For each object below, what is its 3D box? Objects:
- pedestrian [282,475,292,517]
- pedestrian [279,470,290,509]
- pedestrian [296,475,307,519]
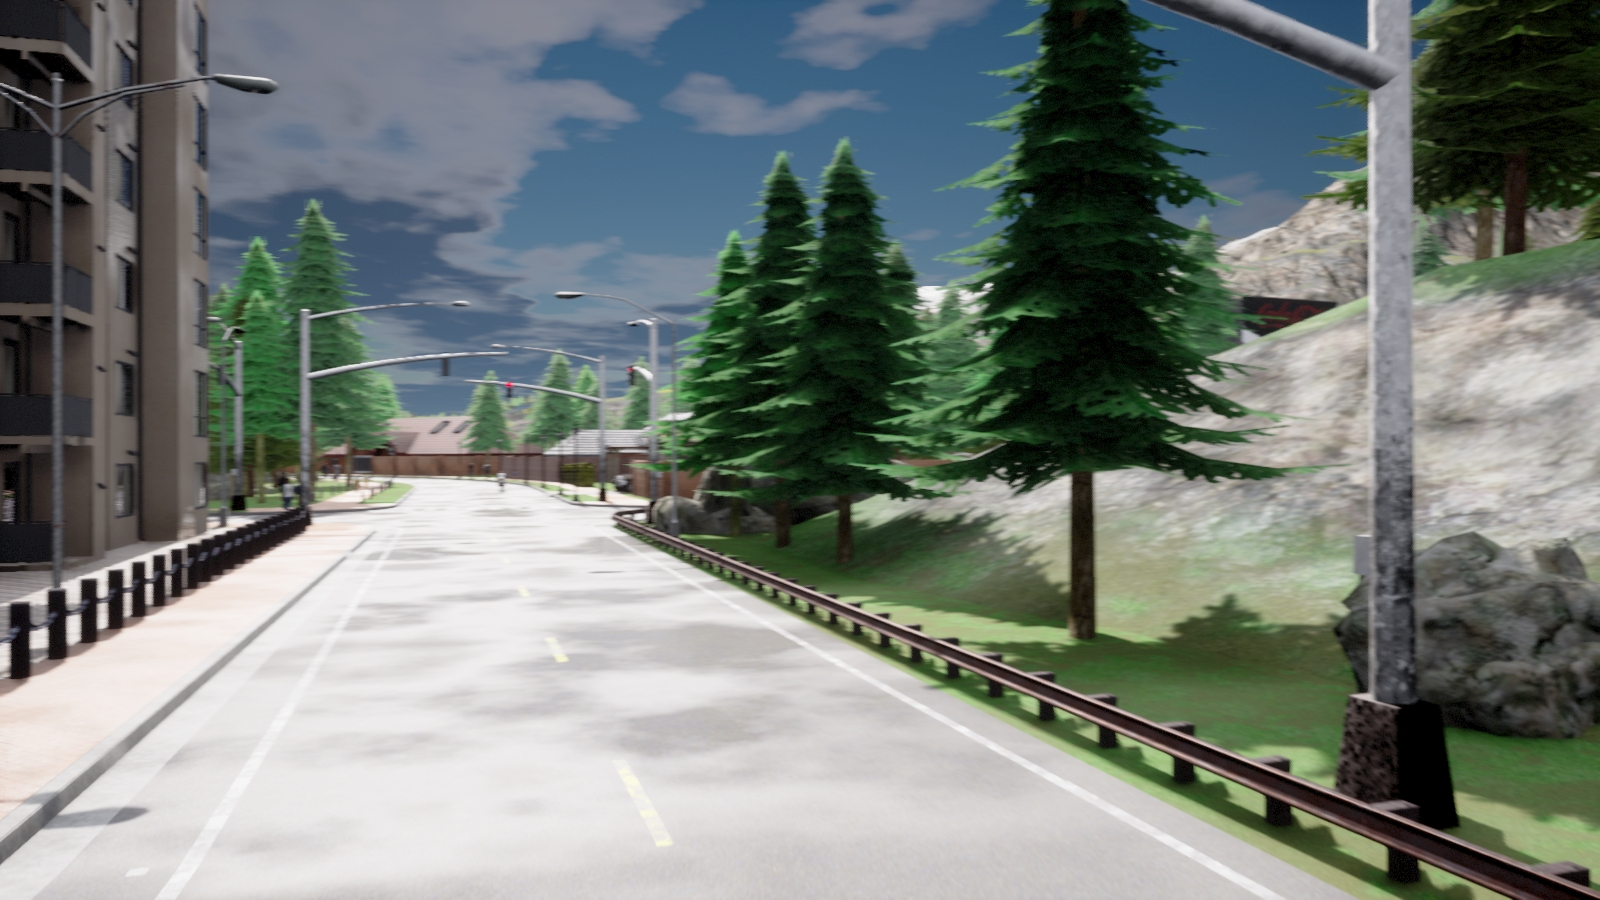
[{"bbox_3d":[-22.767,2.046,50.692,0.375,1.860,0.375,0,0,-20],"label":"pedestrian"},{"bbox_3d":[-24.711,1.909,54.752,0.375,1.860,0.375,0,0,-3],"label":"pedestrian"},{"bbox_3d":[-21.582,2.038,49.461,0.375,1.860,0.375,0,0,-16],"label":"pedestrian"}]
